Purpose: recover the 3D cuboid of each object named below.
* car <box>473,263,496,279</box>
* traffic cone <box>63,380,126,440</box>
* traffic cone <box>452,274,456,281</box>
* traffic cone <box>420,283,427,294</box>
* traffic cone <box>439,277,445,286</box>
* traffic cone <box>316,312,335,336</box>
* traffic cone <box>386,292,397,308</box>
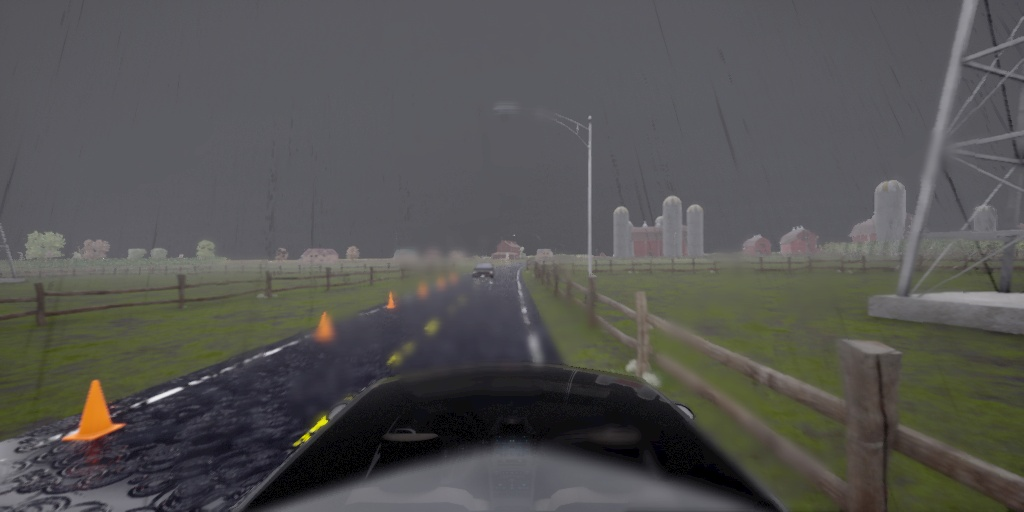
[{"bbox_3d":[-2.452,1.308,32.762,2.033,1.411,5.357,0,0,0],"label":"car"},{"bbox_3d":[-4.723,1.706,4.067,0.340,0.580,0.340,0,0,0],"label":"traffic cone"},{"bbox_3d":[-4.713,1.715,29.078,0.340,0.580,0.340,0,0,0],"label":"traffic cone"},{"bbox_3d":[-4.719,1.712,19.069,0.340,0.580,0.340,0,0,0],"label":"traffic cone"},{"bbox_3d":[-4.717,1.713,24.069,0.340,0.580,0.340,0,0,0],"label":"traffic cone"},{"bbox_3d":[-4.721,1.708,9.068,0.340,0.580,0.340,0,0,0],"label":"traffic cone"},{"bbox_3d":[-4.720,1.710,14.069,0.340,0.580,0.340,0,0,0],"label":"traffic cone"}]
